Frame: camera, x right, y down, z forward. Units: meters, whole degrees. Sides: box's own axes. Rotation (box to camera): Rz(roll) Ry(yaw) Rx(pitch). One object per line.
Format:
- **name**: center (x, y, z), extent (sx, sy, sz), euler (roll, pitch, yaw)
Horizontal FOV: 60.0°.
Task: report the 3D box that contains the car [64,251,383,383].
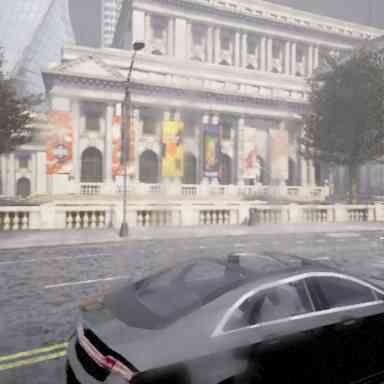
- **car**: center (1.080, 1.515, 4.039), extent (4.902, 1.511, 2.128), euler (1, 0, -29)
